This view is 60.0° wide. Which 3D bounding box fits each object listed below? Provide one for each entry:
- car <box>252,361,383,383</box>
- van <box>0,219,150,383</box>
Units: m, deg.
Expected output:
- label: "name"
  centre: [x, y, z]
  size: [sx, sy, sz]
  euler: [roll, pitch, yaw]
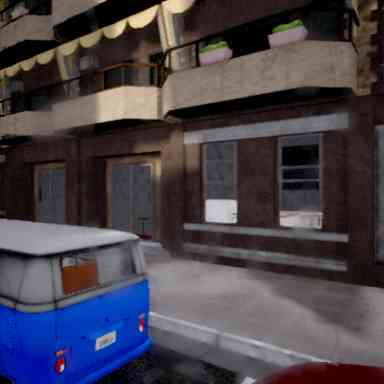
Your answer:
- label: "car"
  centre: [2.121, 1.569, 1.403]
  size: [4.206, 1.307, 1.802]
  euler: [0, 0, 35]
- label: "van"
  centre: [-2.429, 1.319, 4.549]
  size: [3.998, 1.788, 1.690]
  euler: [0, 0, 35]
